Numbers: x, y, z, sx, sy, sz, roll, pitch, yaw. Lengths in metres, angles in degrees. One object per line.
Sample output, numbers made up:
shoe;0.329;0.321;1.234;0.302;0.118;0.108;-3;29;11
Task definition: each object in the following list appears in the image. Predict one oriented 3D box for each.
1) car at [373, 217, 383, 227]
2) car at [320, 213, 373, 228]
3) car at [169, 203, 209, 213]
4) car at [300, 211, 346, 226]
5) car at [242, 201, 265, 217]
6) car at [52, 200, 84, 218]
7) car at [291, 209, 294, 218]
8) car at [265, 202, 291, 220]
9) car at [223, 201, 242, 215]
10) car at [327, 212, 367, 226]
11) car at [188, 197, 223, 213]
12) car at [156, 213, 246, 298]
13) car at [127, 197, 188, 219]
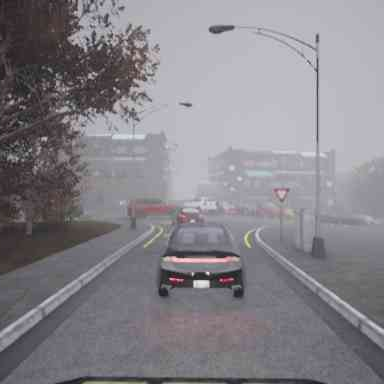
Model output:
car;24.431;4.013;46.853;2.002;1.452;4.674;7;-3;-31
car;16.630;3.032;36.017;4.674;1.442;1.812;5;-2;-11
car;-0.327;1.741;23.731;1.812;1.442;4.674;0;-1;-9
car;15.605;3.115;39.760;4.718;1.301;1.895;5;-2;-11
car;6.734;2.177;43.270;2.185;1.767;4.553;6;-3;-32
car;-14.731;1.960;36.908;5.566;2.045;2.150;-2;-1;17
car;12.534;2.856;44.672;1.946;1.575;5.366;6;-3;-31
car;9.718;2.333;43.899;2.435;2.045;5.566;7;-3;-32
car;3.773;1.937;42.700;2.185;1.767;4.553;4;-2;-32
car;21.472;3.734;46.267;2.002;1.452;4.674;6;-2;-31
car;0.907;1.656;42.041;2.435;2.045;5.566;1;-1;-31
car;0.215;1.523;8.595;2.128;1.511;4.902;0;-1;1
car;-3.506;1.547;32.478;5.566;2.045;2.150;-1;0;0
